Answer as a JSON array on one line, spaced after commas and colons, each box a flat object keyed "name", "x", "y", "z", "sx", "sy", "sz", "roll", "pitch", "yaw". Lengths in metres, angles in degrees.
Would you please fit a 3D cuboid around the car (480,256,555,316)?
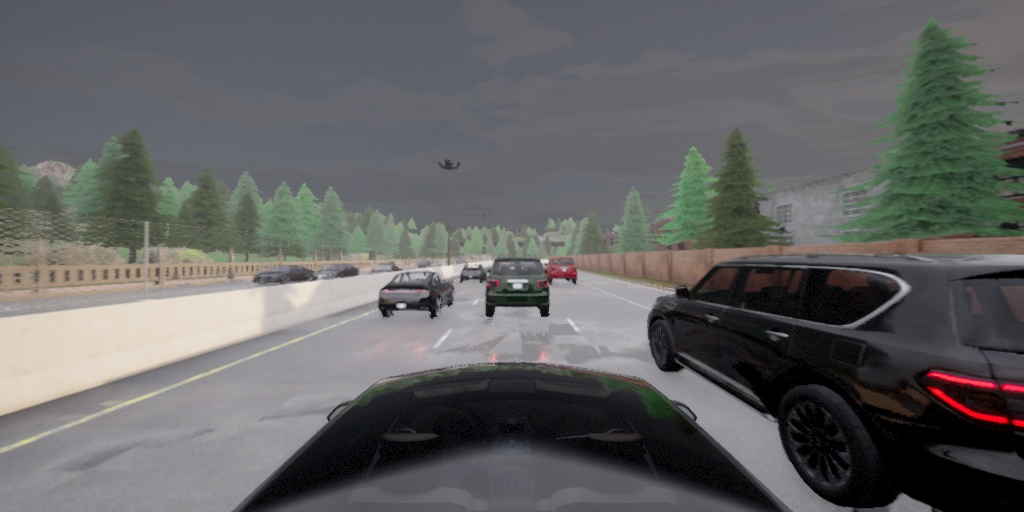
[{"name": "car", "x": 0.199, "y": 1.039, "z": 13.811, "sx": 2.150, "sy": 2.045, "sz": 5.566, "roll": 0, "pitch": 0, "yaw": 1}]

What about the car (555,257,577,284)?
[{"name": "car", "x": 3.845, "y": 1.127, "z": 28.930, "sx": 2.150, "sy": 2.045, "sz": 5.566, "roll": 0, "pitch": 0, "yaw": 1}]

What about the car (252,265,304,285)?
[{"name": "car", "x": -17.366, "y": 1.427, "z": 27.747, "sx": 2.033, "sy": 1.411, "sz": 5.357, "roll": 0, "pitch": 0, "yaw": 1}]

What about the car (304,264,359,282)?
[{"name": "car", "x": -13.856, "y": 1.379, "z": 28.555, "sx": 2.128, "sy": 1.511, "sz": 4.902, "roll": 0, "pitch": 0, "yaw": 1}]

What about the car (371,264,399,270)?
[{"name": "car", "x": -10.347, "y": 1.421, "z": 29.425, "sx": 1.812, "sy": 1.442, "sz": 4.674, "roll": 0, "pitch": 0, "yaw": 1}]

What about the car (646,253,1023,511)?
[{"name": "car", "x": 3.607, "y": 0.993, "z": 4.500, "sx": 2.150, "sy": 2.045, "sz": 5.566, "roll": 0, "pitch": 0, "yaw": 1}]

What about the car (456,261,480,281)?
[{"name": "car", "x": -3.147, "y": 1.396, "z": 29.958, "sx": 2.128, "sy": 1.511, "sz": 4.902, "roll": 0, "pitch": 0, "yaw": 1}]

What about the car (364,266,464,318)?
[{"name": "car", "x": -3.308, "y": 1.303, "z": 13.215, "sx": 2.128, "sy": 1.511, "sz": 4.902, "roll": 0, "pitch": 0, "yaw": 1}]
